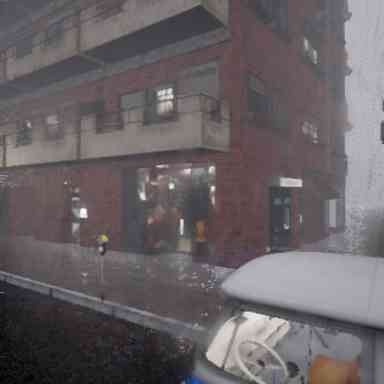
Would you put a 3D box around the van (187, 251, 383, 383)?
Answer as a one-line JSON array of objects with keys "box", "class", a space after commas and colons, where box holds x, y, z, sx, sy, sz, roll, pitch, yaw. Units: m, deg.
[{"box": [1.770, 1.340, 1.616, 3.998, 1.788, 1.690, 0, 0, 36], "class": "van"}]
